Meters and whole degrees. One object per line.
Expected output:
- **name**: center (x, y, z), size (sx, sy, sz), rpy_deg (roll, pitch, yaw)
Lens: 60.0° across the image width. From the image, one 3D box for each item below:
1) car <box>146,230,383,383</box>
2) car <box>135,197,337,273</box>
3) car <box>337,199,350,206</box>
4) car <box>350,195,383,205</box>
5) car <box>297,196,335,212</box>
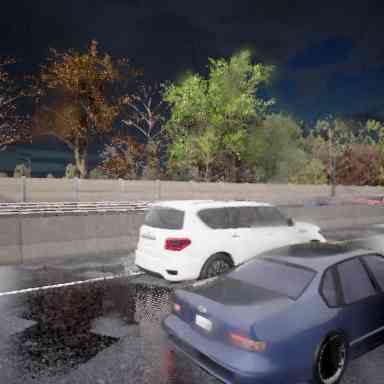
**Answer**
- **car**: center (2.176, 1.552, 5.273), size (5.357, 1.411, 2.033), rpy_deg (0, 0, -35)
- **car**: center (1.227, 1.230, 8.888), size (5.566, 2.045, 2.150), rpy_deg (0, 0, -35)
- **car**: center (16.351, 1.545, 36.978), size (5.008, 1.535, 1.882), rpy_deg (0, 0, -35)
- **car**: center (19.371, 1.291, 34.828), size (5.566, 2.045, 2.150), rpy_deg (0, 0, -35)
- **car**: center (15.110, 1.422, 40.384), size (4.553, 1.767, 2.097), rpy_deg (0, 0, -35)
